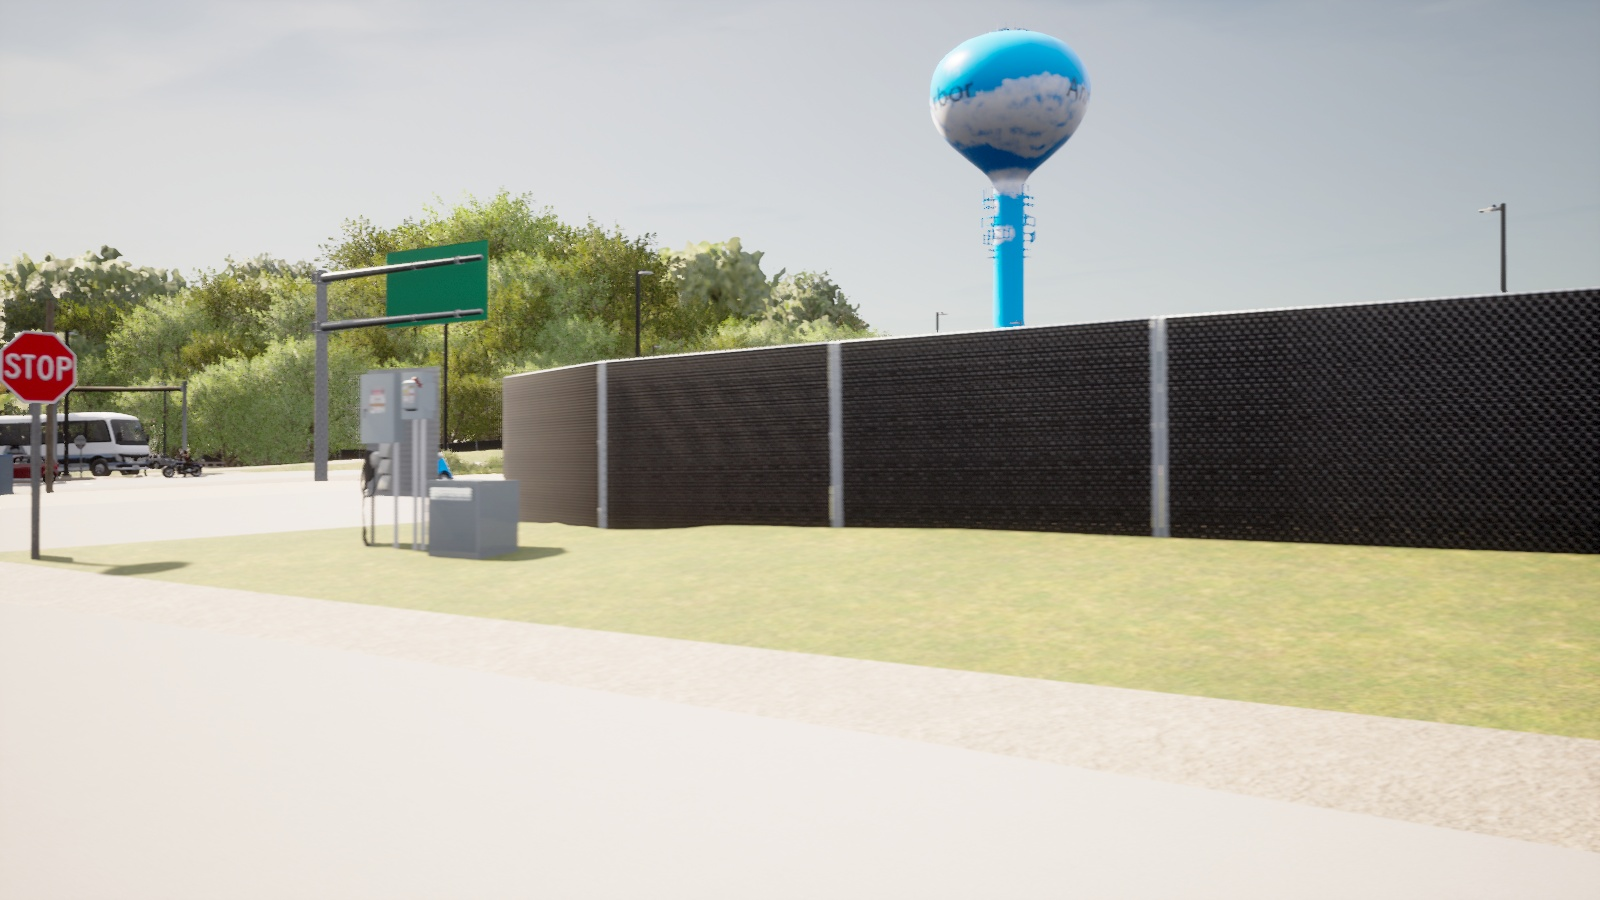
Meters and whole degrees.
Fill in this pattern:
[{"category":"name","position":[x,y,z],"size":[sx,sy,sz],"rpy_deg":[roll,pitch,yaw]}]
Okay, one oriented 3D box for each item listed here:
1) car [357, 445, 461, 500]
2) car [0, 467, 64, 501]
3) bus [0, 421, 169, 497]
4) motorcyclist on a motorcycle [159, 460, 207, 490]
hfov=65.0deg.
[{"category":"car","position":[-10.645,0.611,34.268],"size":[1.481,1.376,2.207],"rpy_deg":[-1,1,34]},{"category":"car","position":[-40.440,1.767,64.896],"size":[1.789,1.549,3.705],"rpy_deg":[-1,1,33]},{"category":"bus","position":[-46.348,0.627,80.164],"size":[10.273,4.253,3.944],"rpy_deg":[-3,-1,8]},{"category":"motorcyclist on a motorcycle","position":[-35.515,1.432,72.334],"size":[0.766,1.649,2.350],"rpy_deg":[-1,2,35]}]
